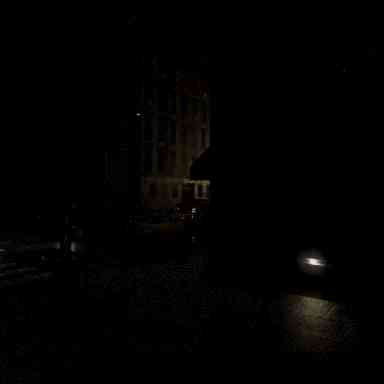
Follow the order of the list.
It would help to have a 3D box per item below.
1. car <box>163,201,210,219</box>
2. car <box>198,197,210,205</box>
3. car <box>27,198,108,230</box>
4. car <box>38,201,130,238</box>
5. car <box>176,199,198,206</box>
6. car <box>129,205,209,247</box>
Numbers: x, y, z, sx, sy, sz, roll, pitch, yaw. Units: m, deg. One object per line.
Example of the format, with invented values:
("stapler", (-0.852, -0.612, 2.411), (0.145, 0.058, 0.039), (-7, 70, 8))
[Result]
("car", (-0.402, 1.521, 28.961), (1.947, 1.339, 4.313), (0, 0, 36))
("car", (2.826, 1.314, 19.667), (2.192, 1.841, 5.009), (0, 0, 36))
("car", (-7.001, 1.282, 19.718), (2.192, 1.841, 5.009), (0, 0, 36))
("car", (-5.229, 1.457, 17.827), (1.882, 1.535, 5.008), (0, 0, 34))
("car", (0.605, 1.321, 25.996), (2.097, 1.767, 4.553), (0, 0, 35))
("car", (-0.378, 1.530, 15.185), (1.752, 1.417, 4.829), (0, 0, 36))
